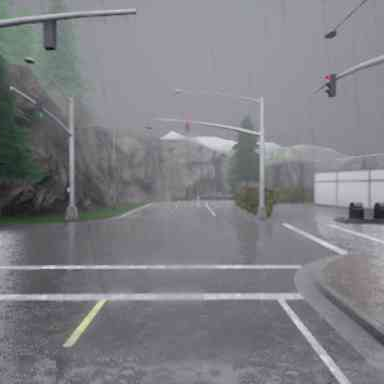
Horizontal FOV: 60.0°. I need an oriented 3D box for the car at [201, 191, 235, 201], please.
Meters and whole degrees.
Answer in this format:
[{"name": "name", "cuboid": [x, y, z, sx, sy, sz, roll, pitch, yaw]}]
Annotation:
[{"name": "car", "cuboid": [4.168, 0.623, 53.518, 5.357, 1.411, 2.033, 0, 1, 17]}]
